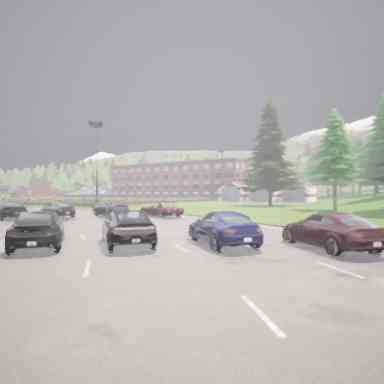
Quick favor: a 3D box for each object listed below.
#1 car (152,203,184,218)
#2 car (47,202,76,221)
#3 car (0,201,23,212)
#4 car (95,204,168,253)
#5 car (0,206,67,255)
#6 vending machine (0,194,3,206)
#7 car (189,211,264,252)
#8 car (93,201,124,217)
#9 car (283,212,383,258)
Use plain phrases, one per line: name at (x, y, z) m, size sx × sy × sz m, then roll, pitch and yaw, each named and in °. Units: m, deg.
car at (-2.721, 1.590, 29.628) m, size 1.895 × 1.301 × 4.718 m, roll 0°, pitch 0°, yaw -35°
car at (-11.849, 1.583, 29.411) m, size 1.812 × 1.442 × 4.674 m, roll 0°, pitch 0°, yaw -41°
car at (-15.883, 1.566, 28.661) m, size 1.882 × 1.535 × 5.008 m, roll 0°, pitch 0°, yaw -44°
car at (-2.732, 1.497, 13.966) m, size 2.128 × 1.511 × 4.902 m, roll 0°, pitch 0°, yaw -19°
car at (-6.306, 1.537, 13.685) m, size 1.837 × 1.490 × 4.892 m, roll 0°, pitch 0°, yaw -20°
vending machine at (-34.832, 1.392, 59.856) m, size 0.880 × 2.100 × 1.100 m, roll 0°, pitch 0°, yaw 33°
car at (1.286, 1.502, 13.767) m, size 1.812 × 1.442 × 4.674 m, roll 0°, pitch 0°, yaw -17°
car at (-7.322, 1.515, 29.844) m, size 2.128 × 1.511 × 4.902 m, roll 0°, pitch 0°, yaw -38°
car at (5.242, 1.473, 12.624) m, size 1.812 × 1.442 × 4.674 m, roll 0°, pitch 0°, yaw -14°
